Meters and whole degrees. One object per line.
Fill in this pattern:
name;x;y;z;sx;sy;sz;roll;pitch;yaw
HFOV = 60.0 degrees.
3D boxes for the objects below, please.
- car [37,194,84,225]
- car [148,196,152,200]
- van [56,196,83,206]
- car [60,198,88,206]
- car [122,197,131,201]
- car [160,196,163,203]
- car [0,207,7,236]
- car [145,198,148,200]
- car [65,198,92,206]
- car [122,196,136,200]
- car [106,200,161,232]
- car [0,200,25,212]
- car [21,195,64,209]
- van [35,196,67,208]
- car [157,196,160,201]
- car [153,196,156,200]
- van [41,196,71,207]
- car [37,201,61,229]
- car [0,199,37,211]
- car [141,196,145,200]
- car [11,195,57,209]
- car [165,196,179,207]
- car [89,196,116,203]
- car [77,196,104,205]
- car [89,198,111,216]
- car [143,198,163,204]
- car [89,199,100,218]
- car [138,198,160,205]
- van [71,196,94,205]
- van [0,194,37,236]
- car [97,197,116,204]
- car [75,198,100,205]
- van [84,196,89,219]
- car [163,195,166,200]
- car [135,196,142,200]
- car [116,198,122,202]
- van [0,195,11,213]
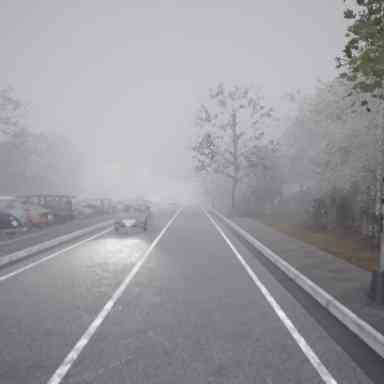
car;-10.339;1.165;21.481;5.566;2.045;2.435;0;-1;0
car;-10.312;1.915;60.342;4.792;1.488;2.163;0;-1;0
van;-23.252;1.697;63.206;4.442;1.987;1.878;0;-1;0
car;-23.388;1.991;65.954;4.792;1.488;2.163;0;-1;0
car;-10.113;1.614;38.133;5.366;1.575;1.946;0;-1;0
car;-10.086;2.168;76.985;5.366;1.575;1.946;0;-1;0
car;-10.319;1.475;13.169;4.674;1.452;2.002;0;0;0
car;-10.258;1.848;54.789;4.792;1.488;2.163;0;-1;0
car;-23.386;2.035;68.593;4.792;1.488;2.163;0;-1;0
car;-10.301;1.685;43.686;4.892;1.521;2.231;0;-1;0
car;-3.348;1.477;19.999;2.128;1.511;4.902;0;0;0
car;-23.379;1.691;40.902;4.674;1.452;2.002;0;-1;0
car;-23.340;1.534;52.111;5.566;2.045;2.435;0;-1;0
van;-23.250;1.593;54.880;4.442;1.987;1.878;0;-1;0
car;-10.090;2.053;71.313;5.366;1.575;1.946;0;-1;0
car;-10.273;1.962;65.894;4.892;1.521;2.231;0;-1;0
van;-23.481;1.627;57.650;4.442;1.987;1.878;0;-1;0
car;-10.342;1.442;18.727;4.792;1.488;2.163;0;0;0
car;-23.369;1.685;43.797;5.008;1.535;2.097;0;-1;0
car;-10.260;1.814;52.013;4.792;1.488;2.163;0;-1;0
car;-23.342;1.501;49.341;5.566;2.045;2.435;0;-1;0
car;-3.337;1.890;61.228;1.882;1.535;5.008;0;-1;0
car;-10.271;1.425;32.583;4.553;1.767;2.185;0;-1;0
car;-23.379;1.921;77.031;5.566;2.045;2.435;0;-1;0
car;-10.299;1.516;29.805;5.008;1.535;2.097;0;-1;0
car;-10.269;2.402;88.088;5.008;1.535;2.097;0;-1;0
car;-10.309;1.523;27.029;4.674;1.452;2.002;0;-1;0
car;-10.275;2.230;79.761;4.892;1.521;2.231;0;-1;0
van;-23.472;1.831;71.368;4.442;1.987;1.878;0;-1;0
van;-10.198;1.197;15.944;4.442;1.987;1.878;0;0;0
car;-23.372;2.331;90.751;4.553;1.767;2.185;0;-1;0
car;-23.324;2.144;74.257;4.792;1.488;2.163;0;-1;0
van;-10.192;1.224;24.256;4.442;1.987;1.878;0;-1;0
car;-10.294;2.093;85.318;5.566;2.045;2.435;0;-1;0
car;-10.107;1.715;46.461;5.366;1.575;1.946;0;-1;0
car;-10.269;1.458;35.359;4.553;1.767;2.185;0;-1;0
van;-23.495;1.391;38.135;4.442;1.987;1.878;0;-1;0
